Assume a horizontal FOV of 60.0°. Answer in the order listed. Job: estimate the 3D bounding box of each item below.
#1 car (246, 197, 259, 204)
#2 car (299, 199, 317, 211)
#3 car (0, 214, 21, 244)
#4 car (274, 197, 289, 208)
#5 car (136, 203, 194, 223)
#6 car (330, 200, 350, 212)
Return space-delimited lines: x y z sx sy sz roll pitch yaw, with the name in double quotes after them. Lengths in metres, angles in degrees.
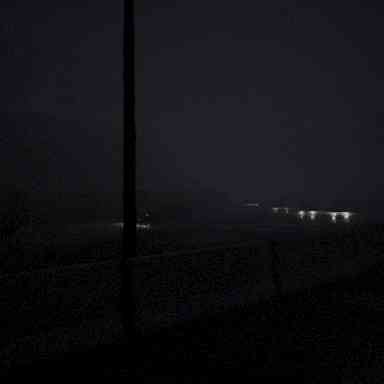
11.703 1.634 64.698 1.994 1.385 4.181 0 0 1 "car"
14.073 1.558 40.315 1.994 1.385 4.181 0 0 21 "car"
-10.055 1.550 14.175 4.902 1.511 2.128 0 0 -37 "car"
13.364 1.512 49.707 1.837 1.490 4.892 0 0 13 "car"
-2.114 1.589 26.292 2.033 1.411 5.357 0 0 40 "car"
16.804 1.544 37.768 1.994 1.385 4.181 0 0 22 "car"
